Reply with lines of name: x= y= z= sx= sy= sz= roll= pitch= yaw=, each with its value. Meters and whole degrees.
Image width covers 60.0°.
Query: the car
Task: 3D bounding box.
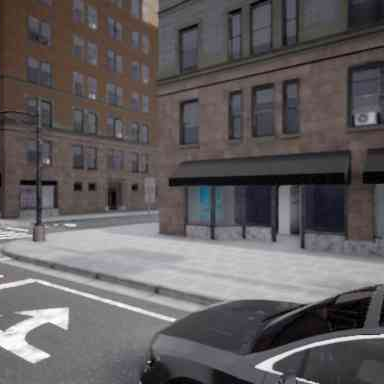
car: x=1.751 y=1.506 z=2.436 sx=4.892 sy=1.490 sz=1.837 roll=0 pitch=0 yaw=35
